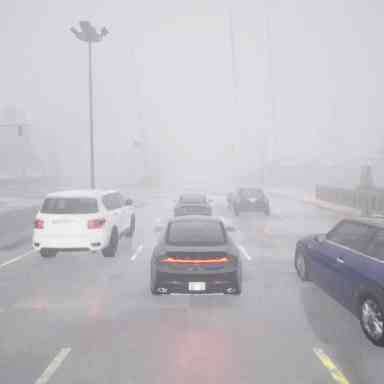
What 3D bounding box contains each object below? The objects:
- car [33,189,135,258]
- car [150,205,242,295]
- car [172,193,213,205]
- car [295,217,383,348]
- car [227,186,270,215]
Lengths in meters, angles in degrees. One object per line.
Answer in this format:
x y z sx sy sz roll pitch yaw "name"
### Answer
-3.442 0.901 11.638 2.150 2.045 5.566 0 3 0 "car"
0.076 1.335 8.321 1.837 1.490 4.892 0 2 0 "car"
0.029 0.809 17.523 1.837 1.490 4.892 0 4 0 "car"
3.581 1.247 6.333 2.097 1.767 4.553 0 2 0 "car"
3.509 0.386 21.393 2.097 1.767 4.553 0 4 0 "car"
